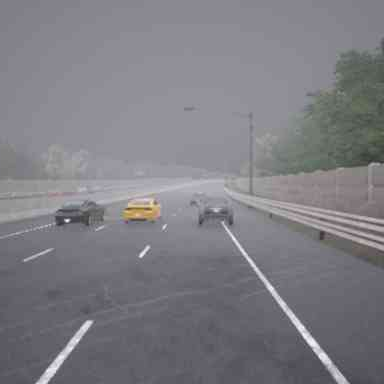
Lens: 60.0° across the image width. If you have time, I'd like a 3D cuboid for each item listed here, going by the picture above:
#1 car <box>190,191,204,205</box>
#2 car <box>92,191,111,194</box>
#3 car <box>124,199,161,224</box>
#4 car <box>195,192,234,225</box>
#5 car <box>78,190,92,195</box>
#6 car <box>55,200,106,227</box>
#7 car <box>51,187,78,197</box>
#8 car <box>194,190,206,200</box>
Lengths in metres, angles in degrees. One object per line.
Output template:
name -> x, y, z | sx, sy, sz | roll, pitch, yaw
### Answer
car -> 0.812, 0.909, 42.369 | 1.994, 1.385, 4.181 | 0, 1, 4
car -> -15.935, 0.429, 60.480 | 1.895, 1.301, 4.718 | 0, 2, 3
car -> -3.181, 1.180, 22.221 | 1.882, 1.535, 5.008 | 0, 1, 1
car -> 1.433, 1.069, 21.366 | 2.097, 1.767, 4.553 | 0, 1, 1
car -> -19.424, 0.371, 60.692 | 2.033, 1.411, 5.357 | 0, 2, 3
car -> -6.711, 1.237, 20.455 | 1.837, 1.490, 4.892 | 0, 1, 1
car -> -22.997, 0.095, 59.256 | 2.150, 2.045, 5.566 | 0, 2, 3
car -> 1.331, 0.506, 55.607 | 1.812, 1.442, 4.674 | 0, 2, 3
